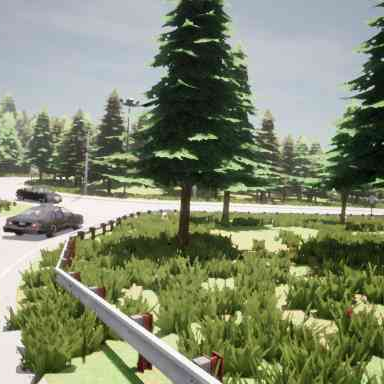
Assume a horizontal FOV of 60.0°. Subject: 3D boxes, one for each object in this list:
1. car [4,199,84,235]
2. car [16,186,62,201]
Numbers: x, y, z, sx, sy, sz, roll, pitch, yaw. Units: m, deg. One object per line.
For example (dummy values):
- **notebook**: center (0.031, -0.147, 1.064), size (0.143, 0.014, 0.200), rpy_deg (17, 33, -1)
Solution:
- **car**: center (-7.409, 1.414, 17.304), size (2.033, 1.411, 5.357), rpy_deg (4, 1, 3)
- **car**: center (-14.544, 0.265, 31.654), size (4.902, 1.511, 2.128), rpy_deg (6, 4, 25)
